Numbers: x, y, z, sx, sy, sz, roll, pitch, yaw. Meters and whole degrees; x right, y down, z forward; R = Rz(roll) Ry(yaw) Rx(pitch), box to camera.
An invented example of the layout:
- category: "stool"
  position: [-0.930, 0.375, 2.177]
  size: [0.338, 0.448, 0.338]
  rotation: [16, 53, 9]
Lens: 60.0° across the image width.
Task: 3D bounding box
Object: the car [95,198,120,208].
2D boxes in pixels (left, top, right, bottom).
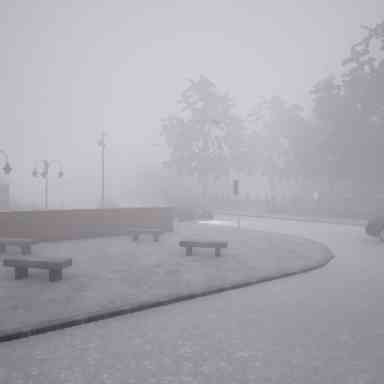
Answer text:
- category: "car"
  position: [-10.816, 1.511, 42.280]
  size: [1.837, 1.490, 4.892]
  rotation: [0, 0, -35]

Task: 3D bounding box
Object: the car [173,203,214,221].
- category: "car"
  position: [-0.043, 1.563, 26.988]
  size: [1.994, 1.385, 4.181]
  rotation: [0, 0, -35]

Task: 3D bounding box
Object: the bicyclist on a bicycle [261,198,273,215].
- category: "bicyclist on a bicycle"
  position: [7.079, 1.349, 31.453]
  size: [1.656, 1.620, 0.582]
  rotation: [0, 0, -35]

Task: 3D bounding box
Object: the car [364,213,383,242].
- category: "car"
  position: [10.164, 1.507, 14.295]
  size: [4.892, 1.490, 1.837]
  rotation: [-1, 1, 39]
